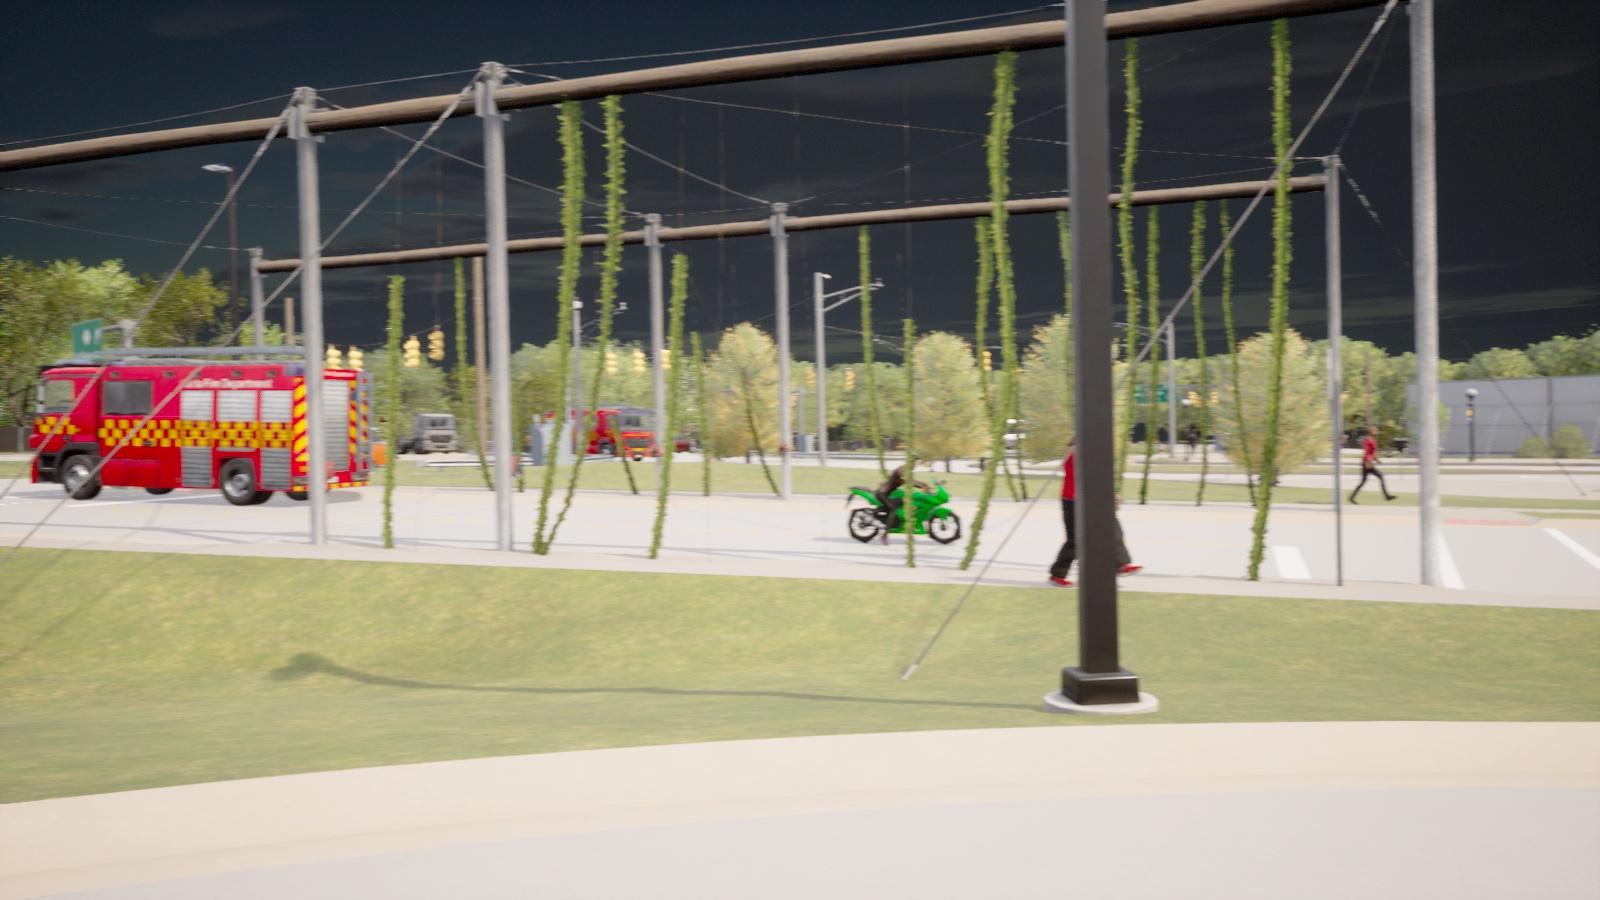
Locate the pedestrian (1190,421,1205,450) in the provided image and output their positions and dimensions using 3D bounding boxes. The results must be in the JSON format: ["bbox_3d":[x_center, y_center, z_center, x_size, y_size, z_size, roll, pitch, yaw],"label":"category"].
[{"bbox_3d":[27.117,-0.985,85.629,0.849,1.883,0.563,-3,1,-41],"label":"pedestrian"}]

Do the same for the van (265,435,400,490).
[{"bbox_3d":[-17.794,0.455,47.953,1.775,1.987,4.442,-2,0,43],"label":"van"}]

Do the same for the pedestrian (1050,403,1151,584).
[{"bbox_3d":[3.173,0.452,13.234,0.899,1.844,0.634,-2,1,20],"label":"pedestrian"}]

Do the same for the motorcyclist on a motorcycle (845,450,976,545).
[{"bbox_3d":[1.866,0.796,21.143,2.044,1.523,0.797,-1,1,18],"label":"motorcyclist on a motorcycle"}]

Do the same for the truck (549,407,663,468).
[{"bbox_3d":[-12.834,-0.869,82.574,8.468,3.827,2.891,1,2,44],"label":"truck"}]

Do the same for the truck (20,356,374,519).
[{"bbox_3d":[-15.393,-0.307,32.091,8.468,3.827,2.891,0,2,19],"label":"truck"}]

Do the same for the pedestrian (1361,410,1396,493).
[{"bbox_3d":[13.070,0.036,28.378,0.636,1.846,0.331,-2,1,19],"label":"pedestrian"}]
